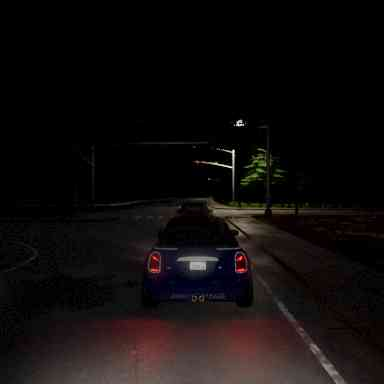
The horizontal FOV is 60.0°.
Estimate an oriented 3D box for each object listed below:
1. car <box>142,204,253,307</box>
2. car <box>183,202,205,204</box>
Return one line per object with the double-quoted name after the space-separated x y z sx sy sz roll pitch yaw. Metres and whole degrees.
0.106 1.347 8.116 2.097 1.767 4.553 0 0 0 "car"
0.116 1.338 18.237 2.097 1.767 4.553 0 0 0 "car"
